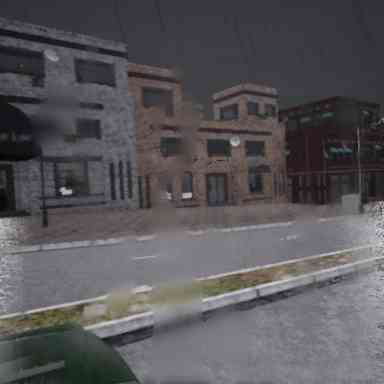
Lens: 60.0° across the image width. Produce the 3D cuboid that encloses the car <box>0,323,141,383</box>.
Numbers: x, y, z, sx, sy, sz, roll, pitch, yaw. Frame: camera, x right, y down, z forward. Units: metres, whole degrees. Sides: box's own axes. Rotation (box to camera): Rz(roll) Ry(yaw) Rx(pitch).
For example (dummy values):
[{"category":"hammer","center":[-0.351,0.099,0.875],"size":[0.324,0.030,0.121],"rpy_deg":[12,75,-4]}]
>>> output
[{"category":"car","center":[-2.489,1.602,1.663],"size":[4.718,1.301,1.895],"rpy_deg":[0,0,-36]}]
